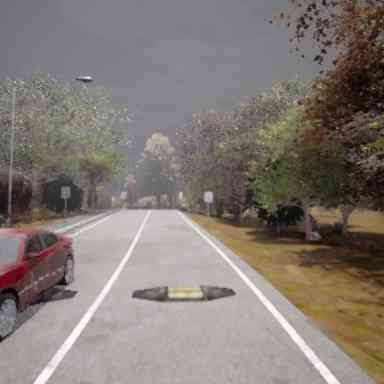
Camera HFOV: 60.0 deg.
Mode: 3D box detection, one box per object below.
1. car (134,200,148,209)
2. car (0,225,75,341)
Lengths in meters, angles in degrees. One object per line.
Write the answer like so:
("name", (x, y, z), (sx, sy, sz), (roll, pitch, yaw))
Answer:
("car", (-8.601, 2.064, 56.421), (2.097, 1.767, 4.553), (0, -3, -5))
("car", (-3.886, 1.507, 6.735), (1.882, 1.535, 5.008), (0, -1, -3))
